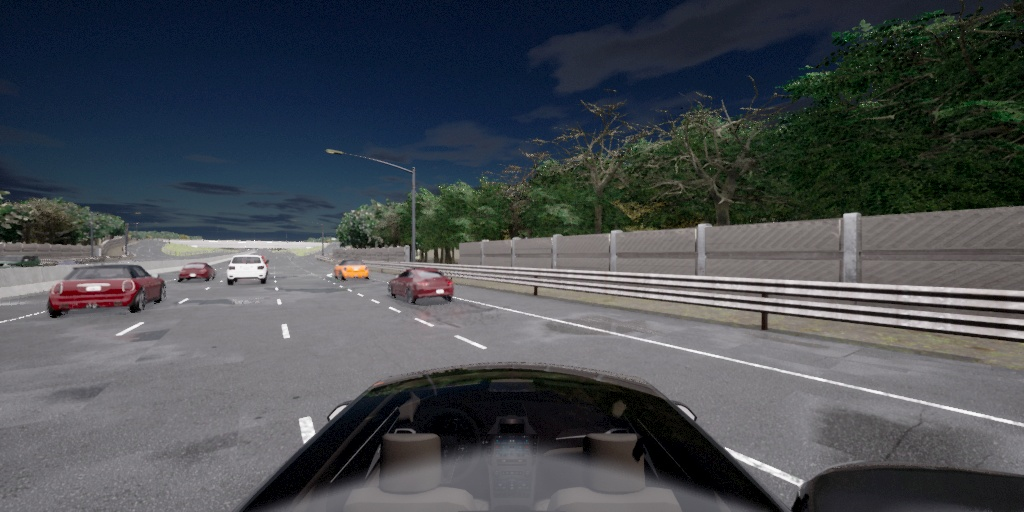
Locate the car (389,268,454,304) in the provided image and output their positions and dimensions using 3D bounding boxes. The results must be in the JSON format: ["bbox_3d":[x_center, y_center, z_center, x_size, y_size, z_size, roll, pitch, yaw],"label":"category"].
[{"bbox_3d":[-4.204,1.271,16.389,1.812,1.442,4.674,0,0,-34],"label":"car"}]

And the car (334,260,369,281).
[{"bbox_3d":[-13.758,1.084,30.575,2.097,1.767,4.553,0,0,-34],"label":"car"}]

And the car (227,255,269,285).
[{"bbox_3d":[-19.277,0.953,26.235,2.150,2.045,5.566,0,0,-34],"label":"car"}]

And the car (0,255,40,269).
[{"bbox_3d":[-52.442,0.919,37.815,2.150,2.045,5.566,0,0,-33],"label":"car"}]

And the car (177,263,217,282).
[{"bbox_3d":[-25.150,1.251,28.707,1.812,1.442,4.674,0,0,-34],"label":"car"}]

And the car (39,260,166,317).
[{"bbox_3d":[-14.955,1.095,13.549,2.097,1.767,4.553,0,0,-34],"label":"car"}]

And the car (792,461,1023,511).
[{"bbox_3d":[2.985,1.315,0.502,4.181,1.385,1.994,0,0,34],"label":"car"}]
